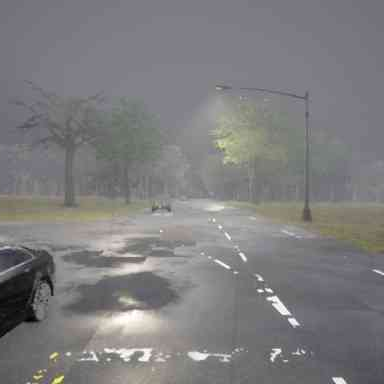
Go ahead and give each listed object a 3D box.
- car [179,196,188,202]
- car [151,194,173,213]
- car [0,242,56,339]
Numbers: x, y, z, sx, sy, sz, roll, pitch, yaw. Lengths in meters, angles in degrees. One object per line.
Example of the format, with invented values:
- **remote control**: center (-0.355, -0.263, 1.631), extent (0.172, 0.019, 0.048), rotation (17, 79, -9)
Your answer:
- **car**: center (-2.147, 1.791, 86.766), extent (1.837, 1.490, 4.892), rotation (0, 0, 7)
- **car**: center (-3.460, 1.305, 38.846), extent (2.150, 2.045, 5.566), rotation (0, 0, 0)
- **car**: center (-3.494, 1.502, 4.382), extent (2.128, 1.511, 4.902), rotation (0, 0, 0)
